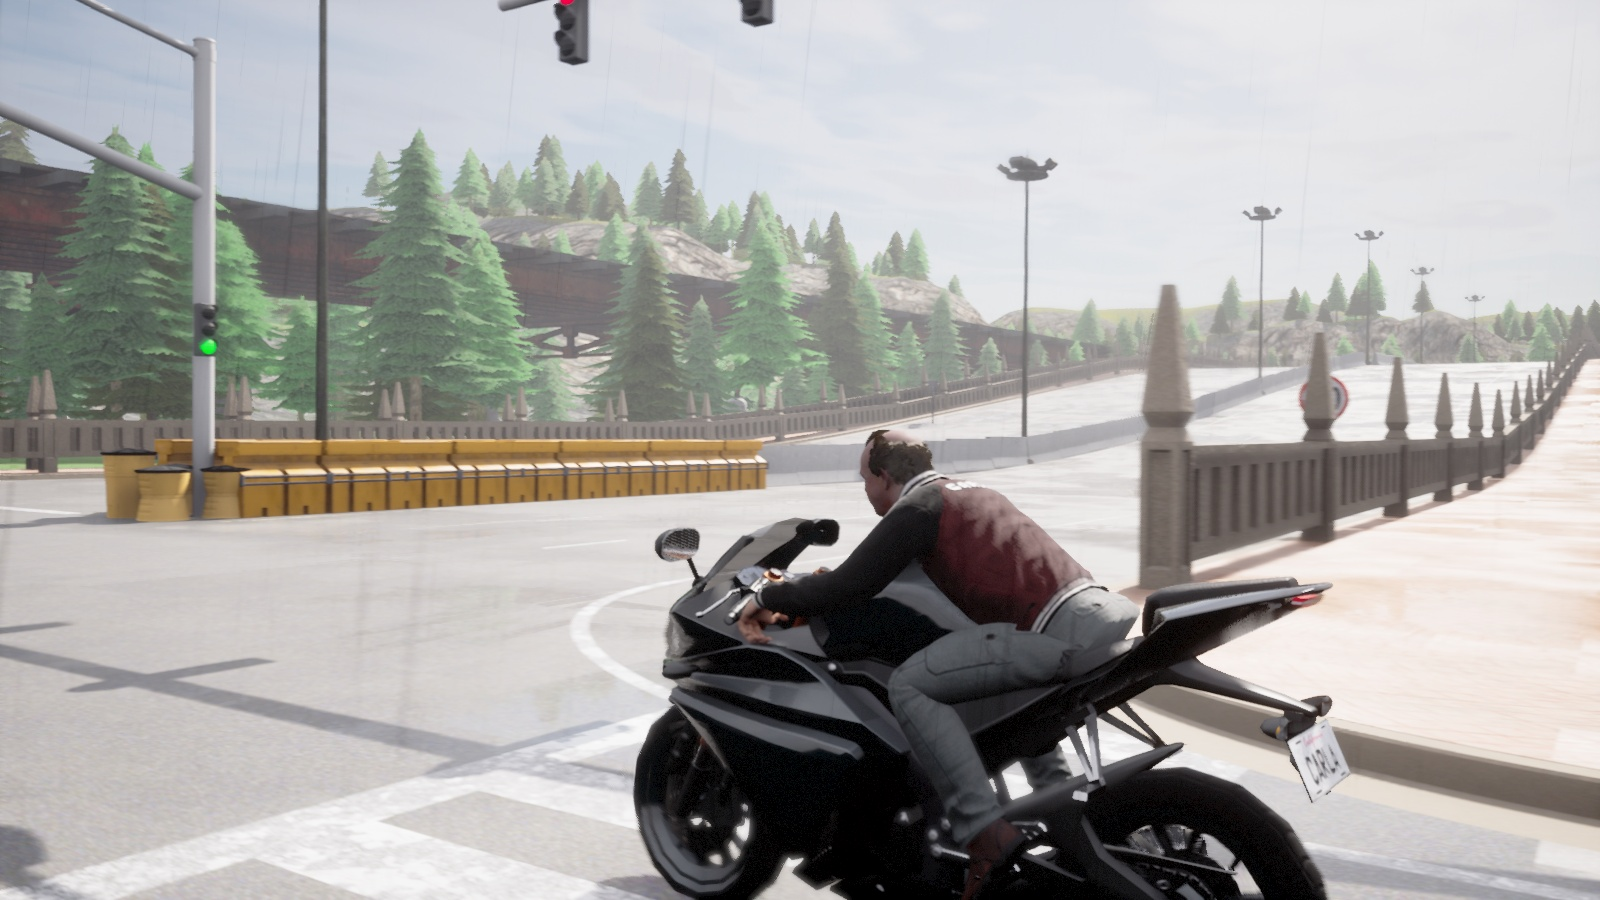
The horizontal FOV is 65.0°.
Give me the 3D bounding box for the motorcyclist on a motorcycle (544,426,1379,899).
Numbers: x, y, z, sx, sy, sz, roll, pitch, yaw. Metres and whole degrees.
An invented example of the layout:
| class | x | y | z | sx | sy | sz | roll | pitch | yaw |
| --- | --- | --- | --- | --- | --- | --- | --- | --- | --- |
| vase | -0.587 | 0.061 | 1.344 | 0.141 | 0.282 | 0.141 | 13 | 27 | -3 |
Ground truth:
| class | x | y | z | sx | sy | sz | roll | pitch | yaw |
| --- | --- | --- | --- | --- | --- | --- | --- | --- | --- |
| motorcyclist on a motorcycle | 0.349 | 0.713 | 3.539 | 2.191 | 1.530 | 0.866 | 0 | 0 | 38 |
